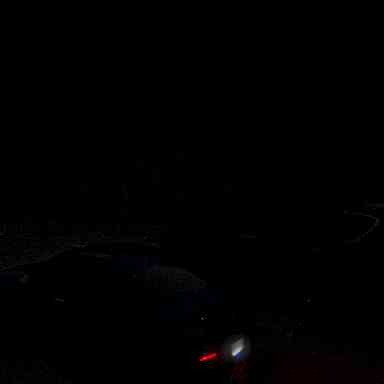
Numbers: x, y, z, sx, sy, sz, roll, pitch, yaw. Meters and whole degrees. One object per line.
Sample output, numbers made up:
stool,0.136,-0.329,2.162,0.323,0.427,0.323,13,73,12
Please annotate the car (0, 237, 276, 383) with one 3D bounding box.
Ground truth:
car,-1.362,1.521,5.004,4.674,1.442,1.812,0,0,36

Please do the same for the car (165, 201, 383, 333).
car,1.780,1.220,7.049,5.566,2.045,2.150,0,0,36
